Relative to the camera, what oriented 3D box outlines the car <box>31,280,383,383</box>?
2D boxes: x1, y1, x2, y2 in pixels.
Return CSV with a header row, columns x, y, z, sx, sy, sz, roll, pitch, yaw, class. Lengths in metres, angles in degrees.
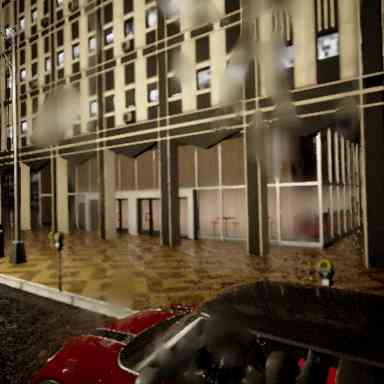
x,y,z,sx,sy,sz,roll,pitch,yaw,class
0.545,1.450,2.506,4.097,1.590,1.967,-1,-2,36,car
